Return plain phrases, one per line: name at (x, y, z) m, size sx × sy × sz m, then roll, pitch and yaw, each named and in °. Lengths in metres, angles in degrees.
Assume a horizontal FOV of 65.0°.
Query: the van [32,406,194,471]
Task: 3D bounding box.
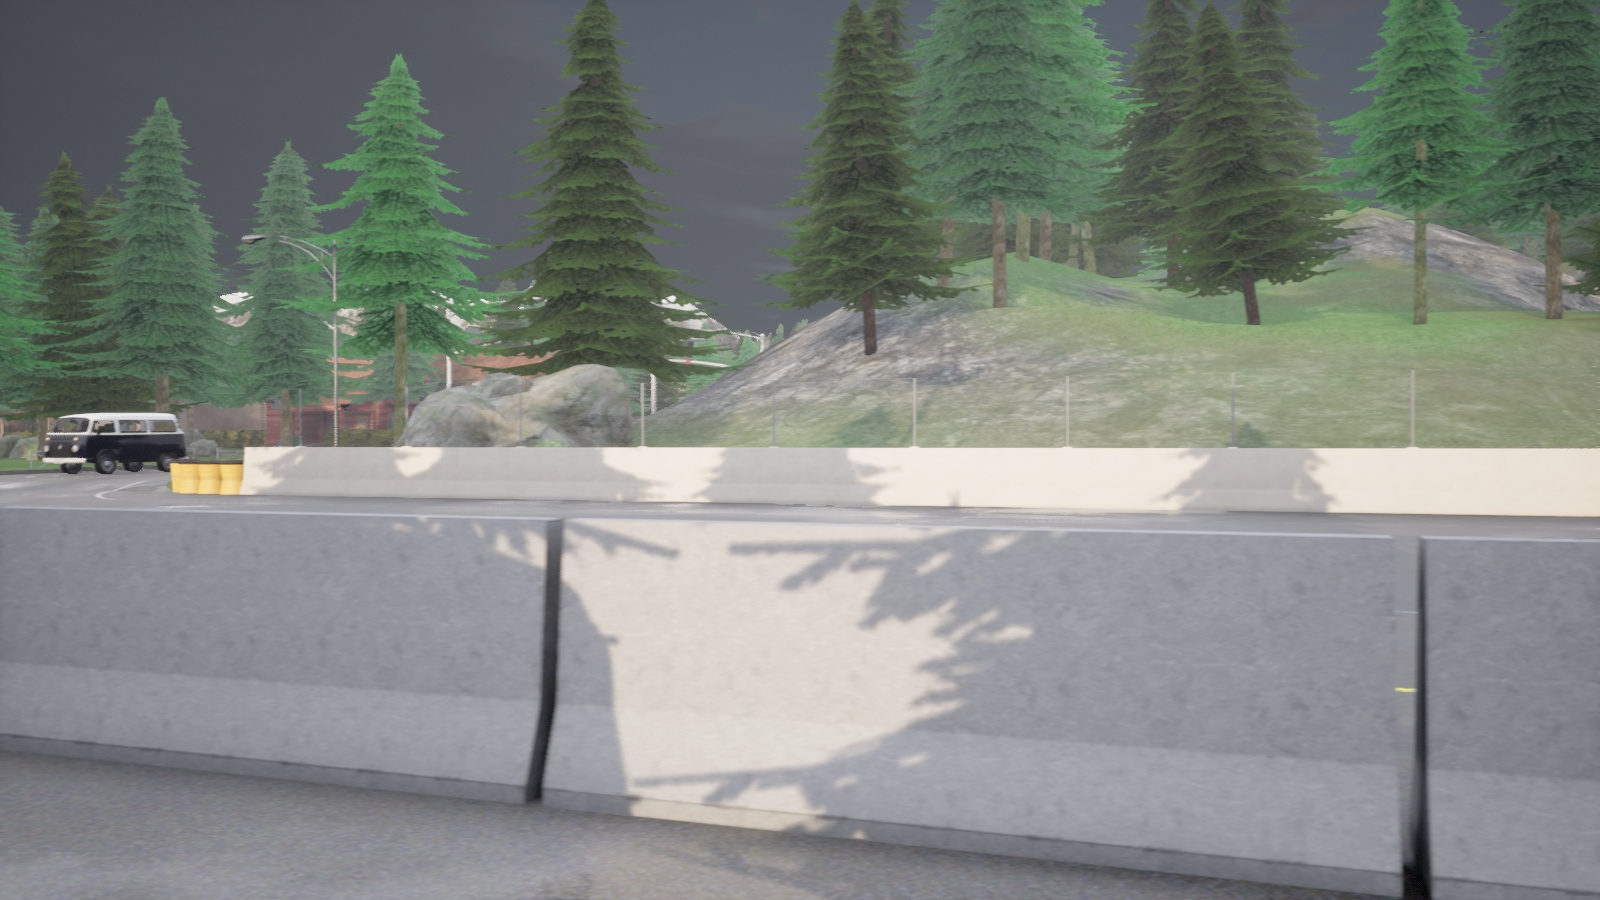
van at (-22.783, -0.402, 41.853) m, size 2.069 × 2.038 × 4.480 m, roll 1°, pitch 1°, yaw 19°
